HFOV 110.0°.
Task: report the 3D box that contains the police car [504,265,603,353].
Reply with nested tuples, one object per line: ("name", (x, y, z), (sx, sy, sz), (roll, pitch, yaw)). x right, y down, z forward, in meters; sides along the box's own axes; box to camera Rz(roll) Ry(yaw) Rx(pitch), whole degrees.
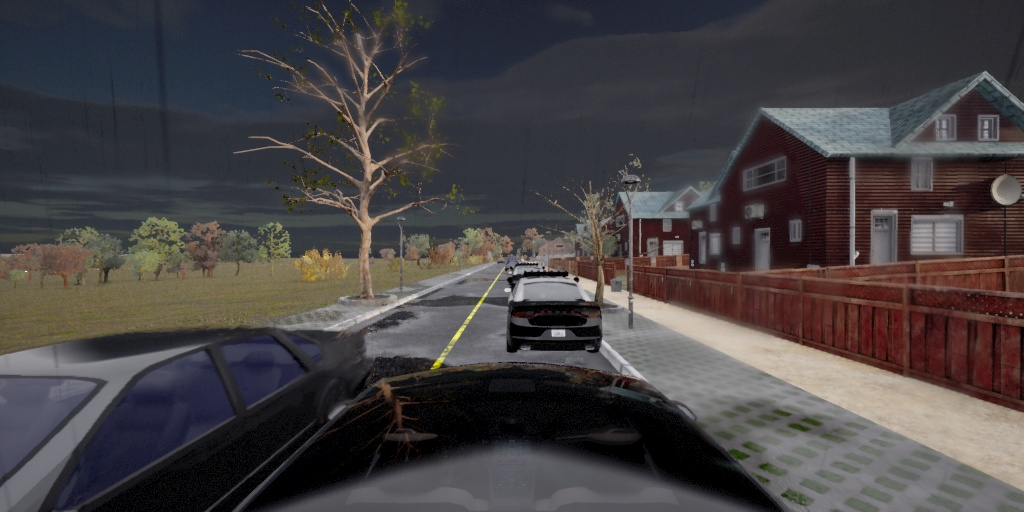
("police car", (0.831, 1.176, 8.989), (1.930, 1.638, 5.238), (0, 0, 0))

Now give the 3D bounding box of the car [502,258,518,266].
("car", (0.080, 1.331, 47.263), (1.994, 1.385, 4.181), (0, 0, 0))

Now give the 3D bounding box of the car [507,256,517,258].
("car", (0.055, 1.004, 62.027), (2.150, 2.045, 5.566), (0, 0, 0))

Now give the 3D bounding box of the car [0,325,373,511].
("car", (-2.750, 1.297, 2.445), (2.033, 1.411, 5.357), (0, 0, 0))

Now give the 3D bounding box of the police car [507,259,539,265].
("police car", (0.840, 1.178, 18.990), (1.930, 1.638, 5.238), (0, 0, 0))
